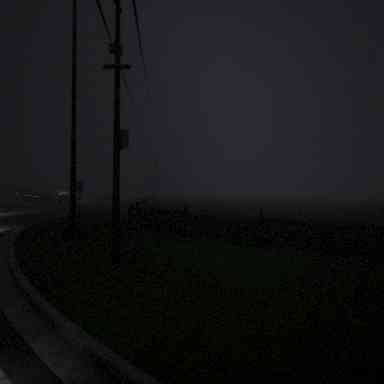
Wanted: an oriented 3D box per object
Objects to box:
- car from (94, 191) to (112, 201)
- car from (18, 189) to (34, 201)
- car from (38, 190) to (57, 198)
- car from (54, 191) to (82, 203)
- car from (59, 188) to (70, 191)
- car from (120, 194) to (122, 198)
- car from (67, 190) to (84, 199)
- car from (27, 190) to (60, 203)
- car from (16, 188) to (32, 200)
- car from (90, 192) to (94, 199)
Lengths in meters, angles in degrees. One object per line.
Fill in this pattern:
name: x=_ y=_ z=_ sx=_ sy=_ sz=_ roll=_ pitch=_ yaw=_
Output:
car: x=-14.874 y=0.777 z=57.070 sx=2.128 sy=1.511 sz=4.902 roll=1 pitch=1 yaw=-5
car: x=-25.056 y=0.698 z=52.676 sx=2.128 sy=1.511 sz=4.902 roll=1 pitch=0 yaw=-5
car: x=-30.010 y=0.350 z=69.349 sx=2.128 sy=1.511 sz=4.902 roll=1 pitch=1 yaw=-5
car: x=-17.614 y=0.945 z=47.460 sx=1.895 sy=1.301 sz=4.718 roll=1 pitch=1 yaw=-5
car: x=-26.578 y=0.248 z=70.348 sx=2.150 sy=2.045 sz=5.566 roll=1 pitch=1 yaw=-5
car: x=-16.061 y=0.739 z=70.498 sx=1.895 sy=1.301 sz=4.718 roll=1 pitch=1 yaw=-5
car: x=-22.633 y=0.715 z=65.575 sx=1.895 sy=1.301 sz=4.718 roll=1 pitch=1 yaw=-4
car: x=-21.132 y=0.792 z=47.564 sx=2.128 sy=1.511 sz=4.902 roll=1 pitch=0 yaw=-5
car: x=-29.174 y=0.322 z=58.992 sx=2.150 sy=2.045 sz=5.566 roll=1 pitch=1 yaw=-5
car: x=-19.248 y=0.615 z=67.290 sx=1.882 sy=1.535 sz=5.008 roll=1 pitch=1 yaw=-4
